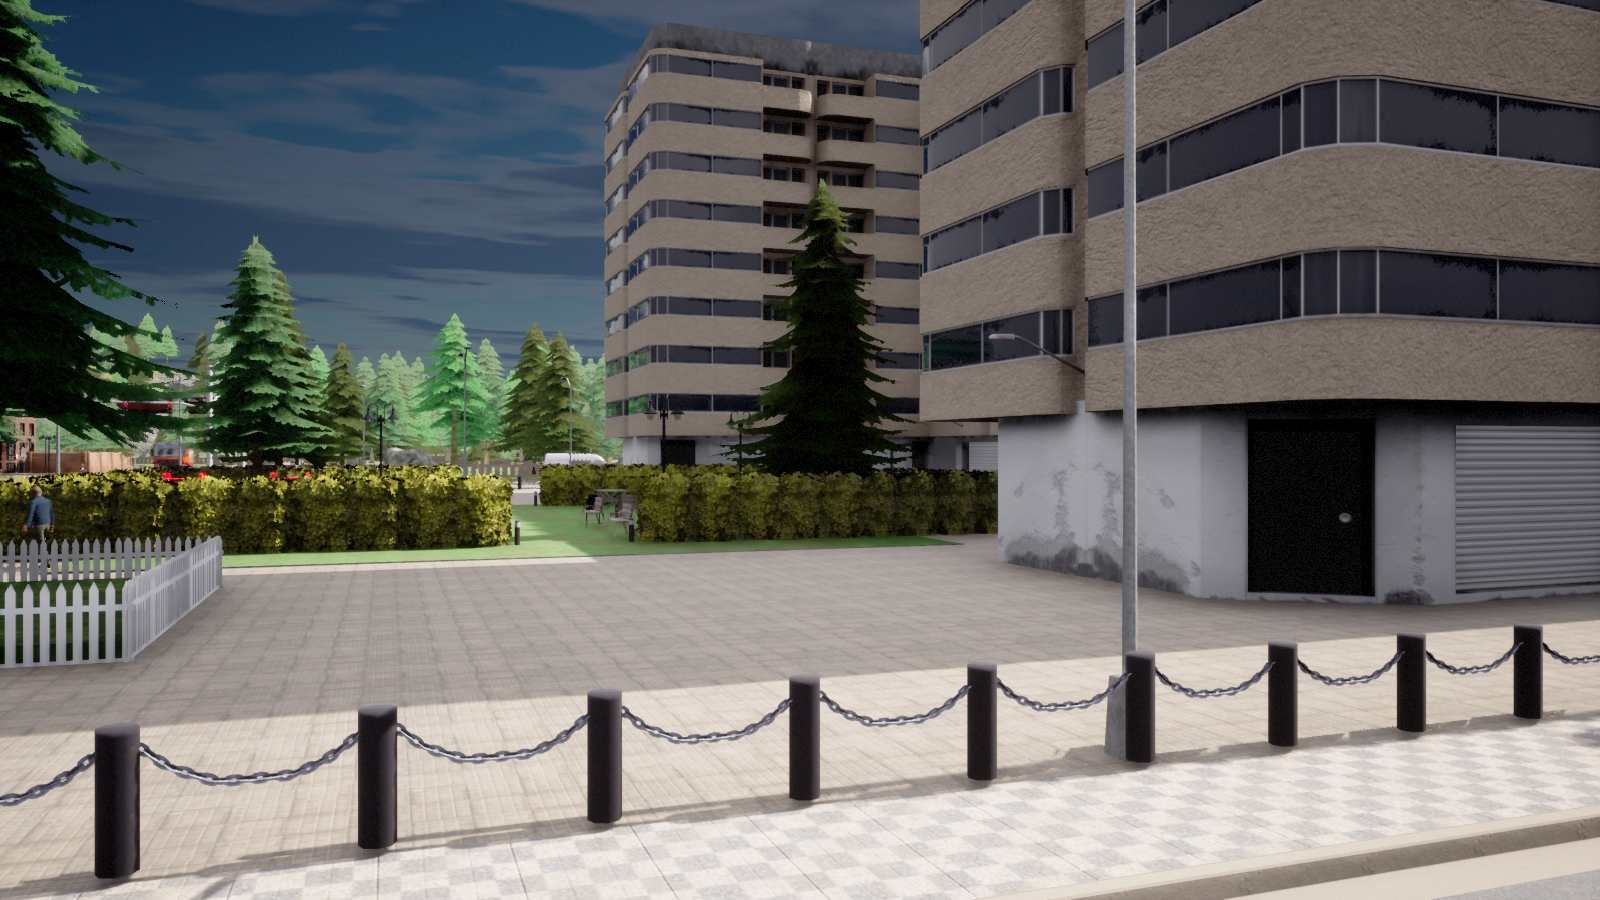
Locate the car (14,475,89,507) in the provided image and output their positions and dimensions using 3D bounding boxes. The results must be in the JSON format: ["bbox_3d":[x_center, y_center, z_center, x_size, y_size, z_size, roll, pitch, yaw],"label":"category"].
[{"bbox_3d":[-38.243,2.063,58.523,2.163,1.488,4.792,0,0,-20],"label":"car"}]

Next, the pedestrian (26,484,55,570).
[{"bbox_3d":[-16.757,1.692,25.223,0.375,1.860,0.375,0,0,15],"label":"pedestrian"}]

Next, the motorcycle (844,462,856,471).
[{"bbox_3d":[6.359,2.130,146.397,0.803,1.199,2.033,0,0,-19],"label":"motorcycle"}]
